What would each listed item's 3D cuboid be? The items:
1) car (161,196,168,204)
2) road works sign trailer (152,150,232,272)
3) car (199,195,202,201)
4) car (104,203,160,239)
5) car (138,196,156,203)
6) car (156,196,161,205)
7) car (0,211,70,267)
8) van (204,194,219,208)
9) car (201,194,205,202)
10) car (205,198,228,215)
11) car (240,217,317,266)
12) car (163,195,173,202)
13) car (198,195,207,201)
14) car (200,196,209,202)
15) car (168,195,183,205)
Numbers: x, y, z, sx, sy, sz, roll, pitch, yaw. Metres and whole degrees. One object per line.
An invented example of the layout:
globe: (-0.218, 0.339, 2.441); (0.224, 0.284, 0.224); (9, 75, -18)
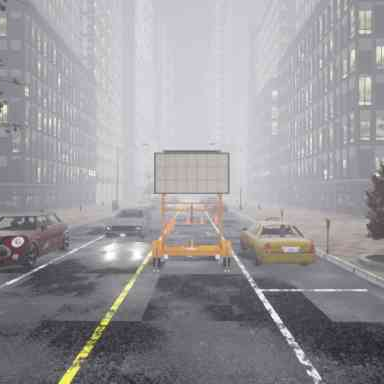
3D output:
car: (-5.710, 1.423, 56.713); (1.967, 1.590, 4.097); (0, 0, 0)
road works sign trailer: (-0.004, 0.463, 10.742); (2.380, 3.560, 2.880); (0, 0, 0)
car: (2.670, 1.562, 62.393); (1.802, 1.307, 4.206); (0, 0, 0)
car: (-3.105, 1.544, 17.565); (2.033, 1.411, 5.357); (0, 0, 0)
car: (-5.705, 1.516, 39.467); (1.752, 1.417, 4.829); (0, 0, 0)
car: (-5.706, 1.570, 45.329); (1.802, 1.307, 4.206); (0, 0, 0)
car: (-5.698, 1.439, 11.178); (1.967, 1.590, 4.097); (0, 0, 0)
van: (2.674, 1.331, 39.624); (1.690, 1.788, 3.998); (0, 0, 0)
car: (2.674, 1.428, 45.317); (1.967, 1.590, 4.097); (0, 0, 0)
car: (2.677, 1.558, 33.932); (1.947, 1.339, 4.313); (0, 0, 0)
car: (2.683, 1.524, 11.334); (1.752, 1.417, 4.829); (0, 0, 0)
car: (-5.715, 1.534, 79.480); (1.947, 1.339, 4.313); (0, 0, 0)
car: (2.664, 1.514, 85.162); (2.008, 1.369, 4.403); (0, 0, 0)
car: (2.667, 1.517, 73.778); (1.887, 1.381, 4.507); (0, 0, 0)
car: (-3.096, 1.485, 58.922); (1.837, 1.490, 4.892); (0, 1, 0)
